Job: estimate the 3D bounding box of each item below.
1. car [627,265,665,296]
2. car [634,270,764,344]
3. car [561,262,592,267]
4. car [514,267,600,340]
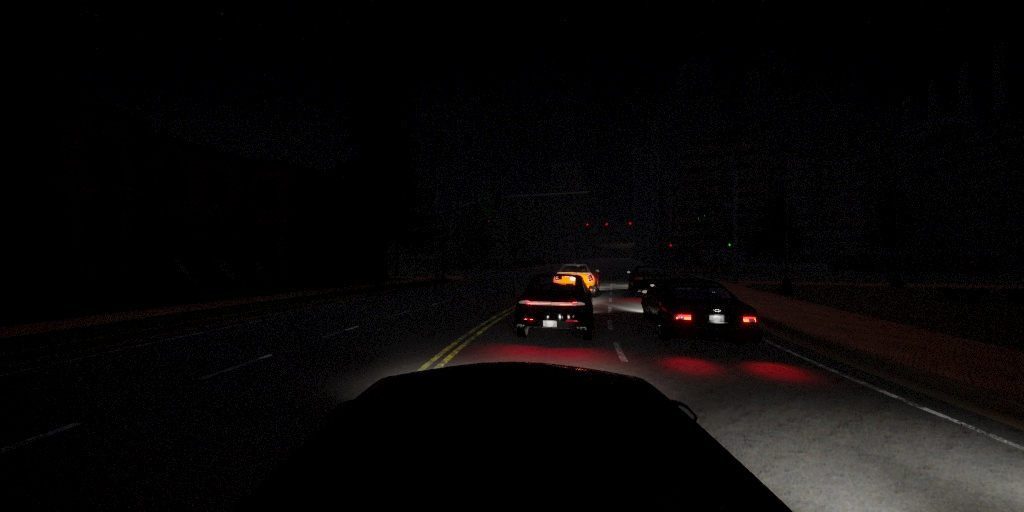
[{"bbox_3d":[7.254,1.228,19.135,1.882,1.535,5.008,0,0,16],"label":"car"},{"bbox_3d":[4.696,1.297,9.647,2.033,1.411,5.357,0,0,13],"label":"car"},{"bbox_3d":[3.487,1.102,18.963,2.097,1.767,4.553,0,0,16],"label":"car"},{"bbox_3d":[1.323,1.242,10.076,2.128,1.511,4.902,0,0,12],"label":"car"}]
